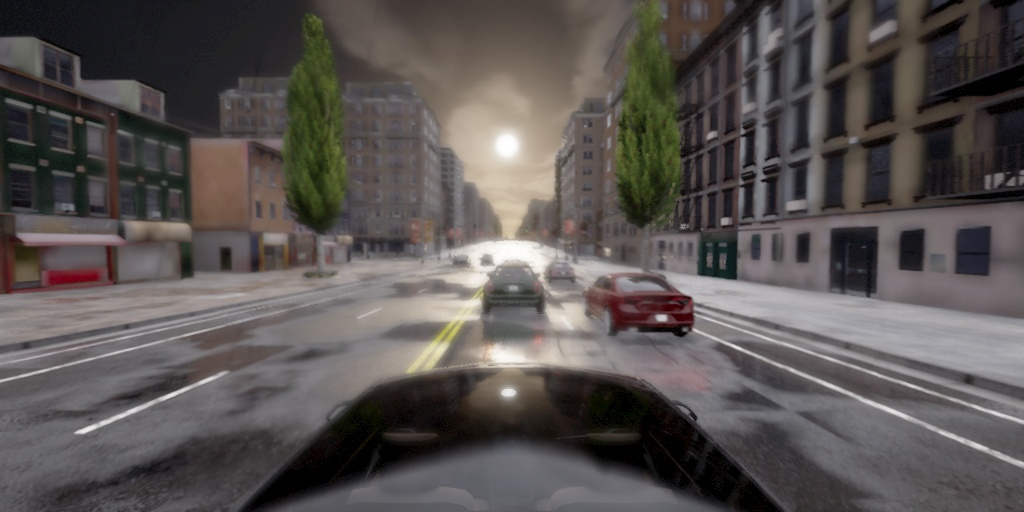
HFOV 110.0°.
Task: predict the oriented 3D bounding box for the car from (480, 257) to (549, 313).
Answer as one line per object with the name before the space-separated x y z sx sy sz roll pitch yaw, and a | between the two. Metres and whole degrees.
car | 0.065 1.053 13.825 2.097 1.767 4.553 0 0 0

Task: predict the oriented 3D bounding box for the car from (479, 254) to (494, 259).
car | -3.335 0.510 49.142 1.837 1.490 4.892 0 1 0

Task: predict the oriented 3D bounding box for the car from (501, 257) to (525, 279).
car | 0.069 0.949 30.564 1.882 1.535 5.008 0 1 0

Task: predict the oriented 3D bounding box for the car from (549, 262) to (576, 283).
car | 3.290 1.109 25.442 2.033 1.411 5.357 0 1 0

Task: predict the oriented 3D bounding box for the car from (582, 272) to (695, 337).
car | 3.293 1.203 10.303 1.882 1.535 5.008 0 0 1

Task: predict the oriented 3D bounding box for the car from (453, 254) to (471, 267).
car | -6.592 0.535 47.294 1.882 1.535 5.008 0 1 0
